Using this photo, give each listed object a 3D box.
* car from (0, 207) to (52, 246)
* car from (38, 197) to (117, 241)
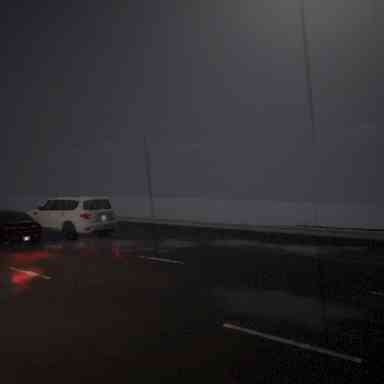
[{"bbox_3d":[-8.269,1.517,14.066,4.892,1.490,1.837,0,0,36],"label":"car"},{"bbox_3d":[-6.261,1.258,16.933,5.566,2.045,2.150,0,0,36],"label":"car"}]
